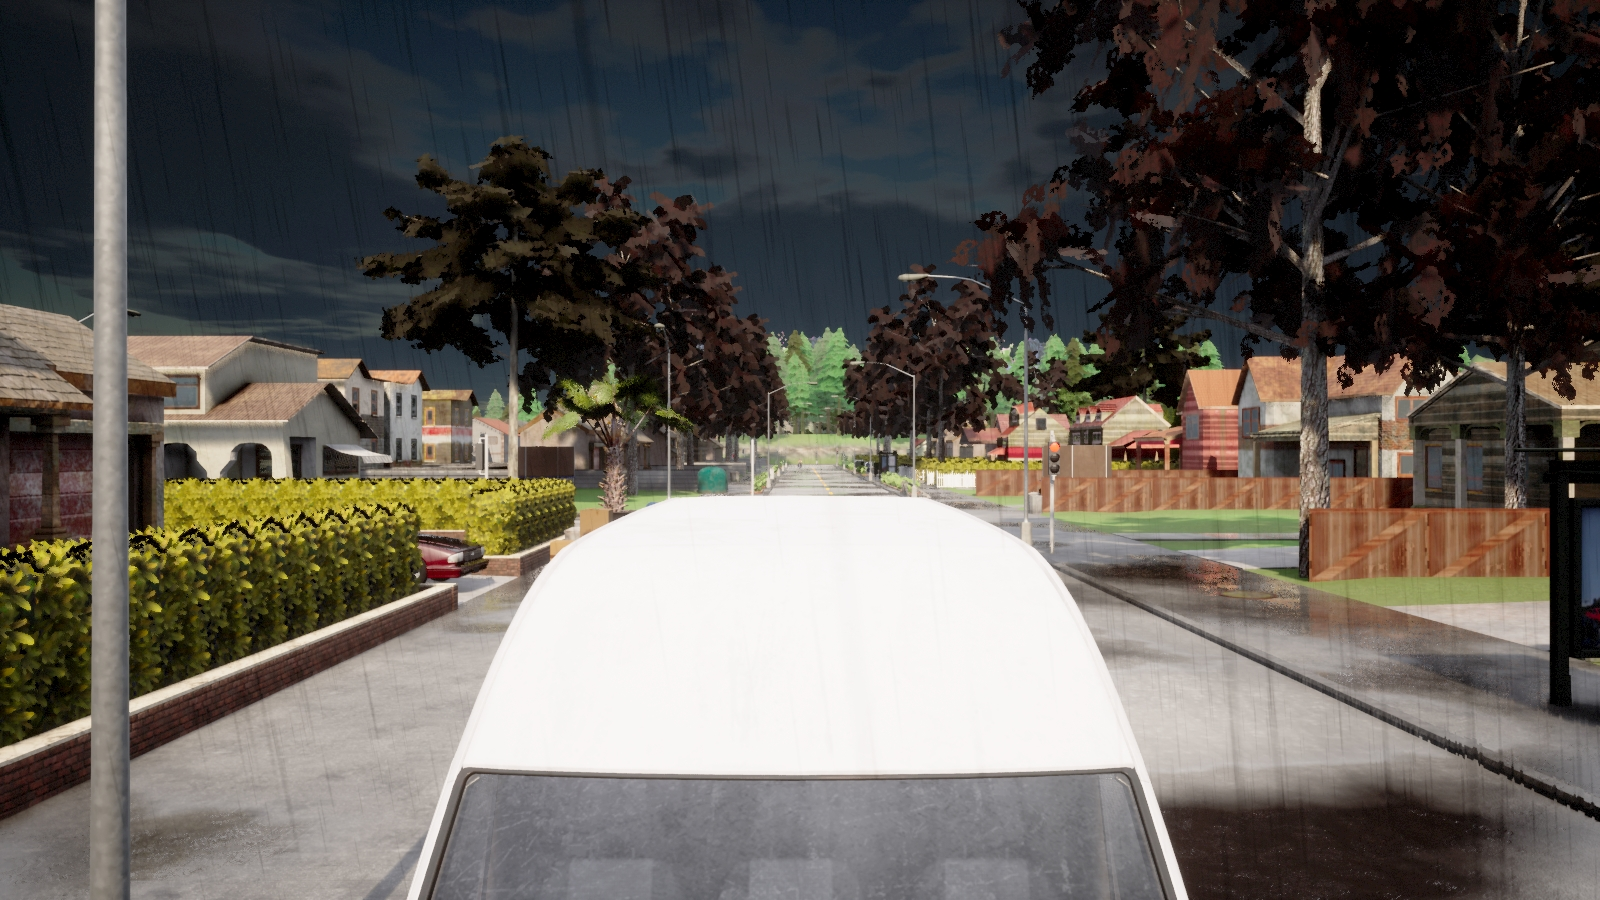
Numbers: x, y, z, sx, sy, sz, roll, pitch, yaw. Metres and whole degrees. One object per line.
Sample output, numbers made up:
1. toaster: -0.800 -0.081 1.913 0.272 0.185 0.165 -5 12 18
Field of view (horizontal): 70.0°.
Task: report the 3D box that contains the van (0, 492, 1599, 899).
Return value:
1. van: 0.002 1.537 4.030 1.988 2.561 5.915 0 0 0
